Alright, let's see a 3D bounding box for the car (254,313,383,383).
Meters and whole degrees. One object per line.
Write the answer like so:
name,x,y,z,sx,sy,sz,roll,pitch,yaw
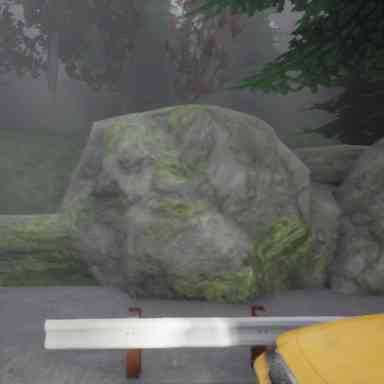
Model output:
car,3.277,1.445,2.790,5.366,1.575,1.801,0,0,-2
